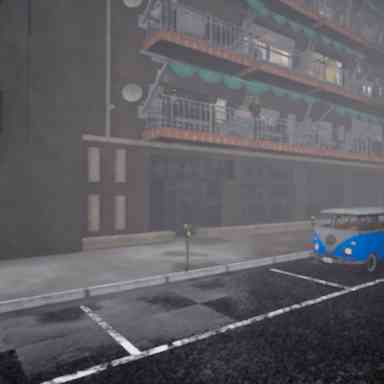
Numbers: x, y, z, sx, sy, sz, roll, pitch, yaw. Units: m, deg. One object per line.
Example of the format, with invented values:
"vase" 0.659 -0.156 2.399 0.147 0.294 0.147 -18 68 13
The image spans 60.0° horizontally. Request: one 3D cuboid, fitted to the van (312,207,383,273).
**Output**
"van" 5.473 1.371 10.452 3.998 1.788 1.690 0 0 -35
